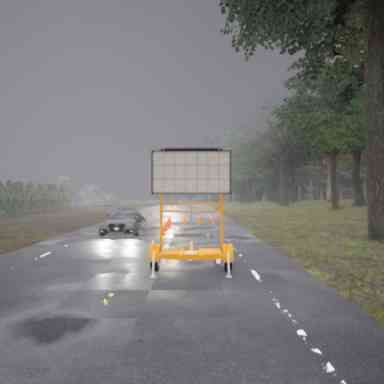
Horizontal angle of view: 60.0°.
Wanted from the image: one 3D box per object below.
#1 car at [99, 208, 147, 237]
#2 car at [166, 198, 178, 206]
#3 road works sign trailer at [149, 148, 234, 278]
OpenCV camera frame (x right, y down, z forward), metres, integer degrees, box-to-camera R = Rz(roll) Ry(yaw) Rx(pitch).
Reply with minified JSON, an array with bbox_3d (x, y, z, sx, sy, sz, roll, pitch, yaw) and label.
[{"bbox_3d":[-3.630,1.581,18.002,1.994,1.385,4.181,0,0,0],"label":"car"},{"bbox_3d":[-3.663,1.848,61.557,1.994,1.385,4.181,0,-1,0],"label":"car"},{"bbox_3d":[-0.016,0.467,10.153,2.380,3.560,2.880,0,0,0],"label":"road works sign trailer"}]
